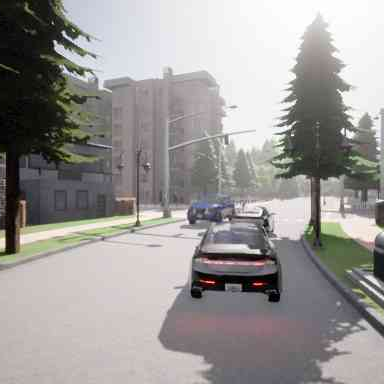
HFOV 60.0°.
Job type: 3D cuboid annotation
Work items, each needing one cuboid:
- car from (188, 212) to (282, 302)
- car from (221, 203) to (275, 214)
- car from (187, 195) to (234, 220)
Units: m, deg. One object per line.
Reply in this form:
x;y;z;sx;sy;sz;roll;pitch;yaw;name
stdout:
1.106;1.492;8.335;2.128;1.511;4.902;0;0;9;car
3.233;1.492;17.443;2.128;1.511;4.902;0;0;18;car
1.549;1.206;23.949;2.150;2.045;5.566;0;0;22;car
